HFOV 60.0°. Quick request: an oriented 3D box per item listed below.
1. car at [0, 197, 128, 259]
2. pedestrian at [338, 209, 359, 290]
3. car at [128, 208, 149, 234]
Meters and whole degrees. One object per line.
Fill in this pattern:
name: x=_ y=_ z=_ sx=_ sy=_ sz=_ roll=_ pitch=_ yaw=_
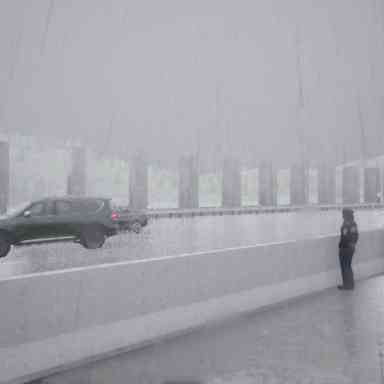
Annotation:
car: x=-5.625 y=1.219 z=12.831 sx=5.566 sy=2.045 sz=2.150 roll=0 pitch=0 yaw=-35
pedestrian: x=3.558 y=1.294 z=7.631 sx=0.375 sy=1.860 sz=0.375 roll=0 pitch=0 yaw=-33
car: x=-4.689 y=1.491 z=17.684 sx=4.902 sy=1.511 sz=2.128 roll=0 pitch=0 yaw=-34
